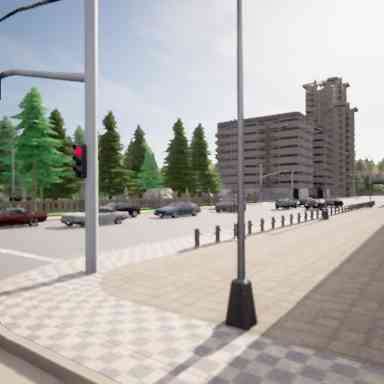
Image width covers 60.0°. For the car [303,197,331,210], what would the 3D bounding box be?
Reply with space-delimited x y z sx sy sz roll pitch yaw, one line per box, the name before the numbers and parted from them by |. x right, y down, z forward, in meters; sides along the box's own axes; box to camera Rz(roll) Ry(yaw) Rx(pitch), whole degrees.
car | 16.279 1.665 43.546 1.895 1.301 4.718 0 0 35

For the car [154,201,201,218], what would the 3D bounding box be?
car | -1.224 1.653 31.372 2.033 1.411 5.357 0 0 36

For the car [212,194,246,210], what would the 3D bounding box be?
car | 5.231 1.346 46.403 2.150 2.045 5.566 0 0 36

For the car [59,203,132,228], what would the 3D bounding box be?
car | -6.827 1.707 23.514 1.895 1.301 4.718 0 0 35

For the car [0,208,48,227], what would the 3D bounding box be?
car | -12.252 1.727 22.013 1.895 1.301 4.718 0 0 37

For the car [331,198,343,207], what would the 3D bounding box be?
car | 21.812 1.612 51.376 2.033 1.411 5.357 0 0 38

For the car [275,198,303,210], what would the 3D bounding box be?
car | 12.691 1.573 44.541 2.128 1.511 4.902 0 0 35

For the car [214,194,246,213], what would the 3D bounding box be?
car | 4.583 1.457 39.508 2.097 1.767 4.553 0 0 36

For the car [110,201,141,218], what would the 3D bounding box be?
car | -6.767 1.603 29.632 1.882 1.535 5.008 0 0 36

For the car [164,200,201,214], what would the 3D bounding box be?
car | -1.019 1.689 37.701 1.994 1.385 4.181 0 0 35

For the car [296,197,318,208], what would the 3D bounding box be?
car | 18.066 1.588 52.086 1.837 1.490 4.892 0 0 35
